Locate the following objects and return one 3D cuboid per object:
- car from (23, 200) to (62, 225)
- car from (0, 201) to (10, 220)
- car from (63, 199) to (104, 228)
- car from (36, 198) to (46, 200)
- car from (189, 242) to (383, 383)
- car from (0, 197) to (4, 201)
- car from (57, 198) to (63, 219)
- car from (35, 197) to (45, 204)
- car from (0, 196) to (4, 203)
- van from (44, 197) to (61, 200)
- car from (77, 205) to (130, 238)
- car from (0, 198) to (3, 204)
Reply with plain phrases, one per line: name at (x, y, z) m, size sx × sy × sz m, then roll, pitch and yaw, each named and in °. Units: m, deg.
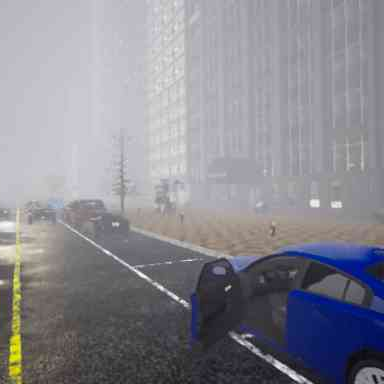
car at (-11.654, 1.610, 25.664) m, size 2.128 × 1.511 × 4.902 m, roll -1°, pitch 0°, yaw -28°
car at (-17.296, 1.778, 29.637) m, size 1.895 × 1.301 × 4.718 m, roll -1°, pitch 0°, yaw -27°
car at (-7.208, 1.387, 22.762) m, size 2.192 × 1.841 × 5.009 m, roll 0°, pitch 0°, yaw -28°
car at (-18.163, 1.711, 38.122) m, size 1.812 × 1.442 × 4.674 m, roll -1°, pitch 0°, yaw -28°
car at (1.863, 1.455, 4.693) m, size 1.882 × 1.535 × 5.008 m, roll -1°, pitch 0°, yaw -28°
car at (-40.295, 1.966, 67.967) m, size 2.008 × 1.369 × 4.403 m, roll 0°, pitch 0°, yaw -28°
car at (-9.774, 1.539, 27.671) m, size 1.967 × 1.590 × 4.097 m, roll 0°, pitch 0°, yaw -28°
car at (-32.948, 1.863, 72.000) m, size 1.752 × 1.417 × 4.829 m, roll 0°, pitch 0°, yaw -28°
car at (-47.995, 1.934, 82.694) m, size 1.967 × 1.590 × 4.097 m, roll 0°, pitch 0°, yaw -28°
van at (-17.473, 1.519, 42.397) m, size 1.690 × 1.788 × 3.998 m, roll 0°, pitch 0°, yaw -28°
car at (-4.640, 1.611, 17.853) m, size 1.947 × 1.339 × 4.313 m, roll 0°, pitch 0°, yaw -28°
car at (-45.428, 2.012, 77.785) m, size 1.887 × 1.381 × 4.507 m, roll 0°, pitch 0°, yaw -28°
